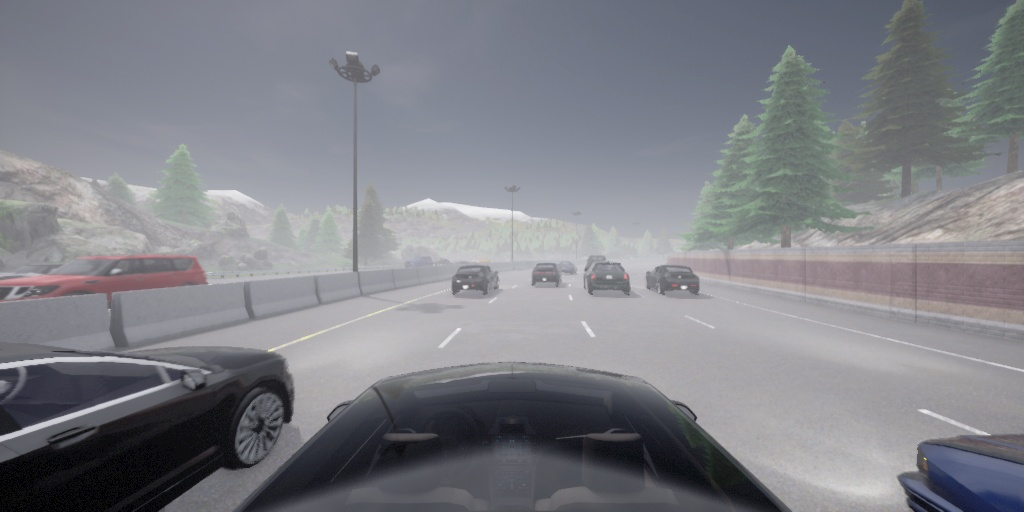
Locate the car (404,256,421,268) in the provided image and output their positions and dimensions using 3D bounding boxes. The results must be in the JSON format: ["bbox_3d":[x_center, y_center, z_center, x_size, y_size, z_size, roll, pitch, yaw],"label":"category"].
[{"bbox_3d":[-14.510,1.018,56.207,2.150,2.045,5.566,0,0,20],"label":"car"}]

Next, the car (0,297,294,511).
[{"bbox_3d":[-3.316,1.241,1.964,2.128,1.511,4.902,0,0,1],"label":"car"}]

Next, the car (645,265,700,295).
[{"bbox_3d":[8.642,1.244,19.633,1.837,1.490,4.892,0,0,8],"label":"car"}]

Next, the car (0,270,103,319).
[{"bbox_3d":[-17.062,1.270,11.745,1.812,1.442,4.674,0,0,4],"label":"car"}]

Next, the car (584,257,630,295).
[{"bbox_3d":[5.179,1.091,20.010,2.097,1.767,4.553,0,0,8],"label":"car"}]

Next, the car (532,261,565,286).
[{"bbox_3d":[2.538,1.240,25.429,1.837,1.490,4.892,0,0,10],"label":"car"}]

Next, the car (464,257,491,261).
[{"bbox_3d":[-4.646,0.915,52.607,1.882,1.535,5.008,0,0,20],"label":"car"}]

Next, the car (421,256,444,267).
[{"bbox_3d":[-11.215,0.873,55.025,2.033,1.411,5.357,0,0,20],"label":"car"}]

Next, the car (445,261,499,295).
[{"bbox_3d":[-1.928,1.244,19.853,1.837,1.490,4.892,0,0,8],"label":"car"}]

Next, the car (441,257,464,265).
[{"bbox_3d":[-7.931,1.318,53.816,2.033,1.411,5.357,0,0,20],"label":"car"}]

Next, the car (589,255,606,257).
[{"bbox_3d":[9.121,0.951,37.961,2.150,2.045,5.566,0,0,16],"label":"car"}]

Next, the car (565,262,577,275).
[{"bbox_3d":[6.035,1.290,39.740,1.994,1.385,4.181,0,0,17],"label":"car"}]

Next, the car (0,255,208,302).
[{"bbox_3d":[-13.546,0.965,12.243,2.150,2.045,5.566,0,0,5],"label":"car"}]
